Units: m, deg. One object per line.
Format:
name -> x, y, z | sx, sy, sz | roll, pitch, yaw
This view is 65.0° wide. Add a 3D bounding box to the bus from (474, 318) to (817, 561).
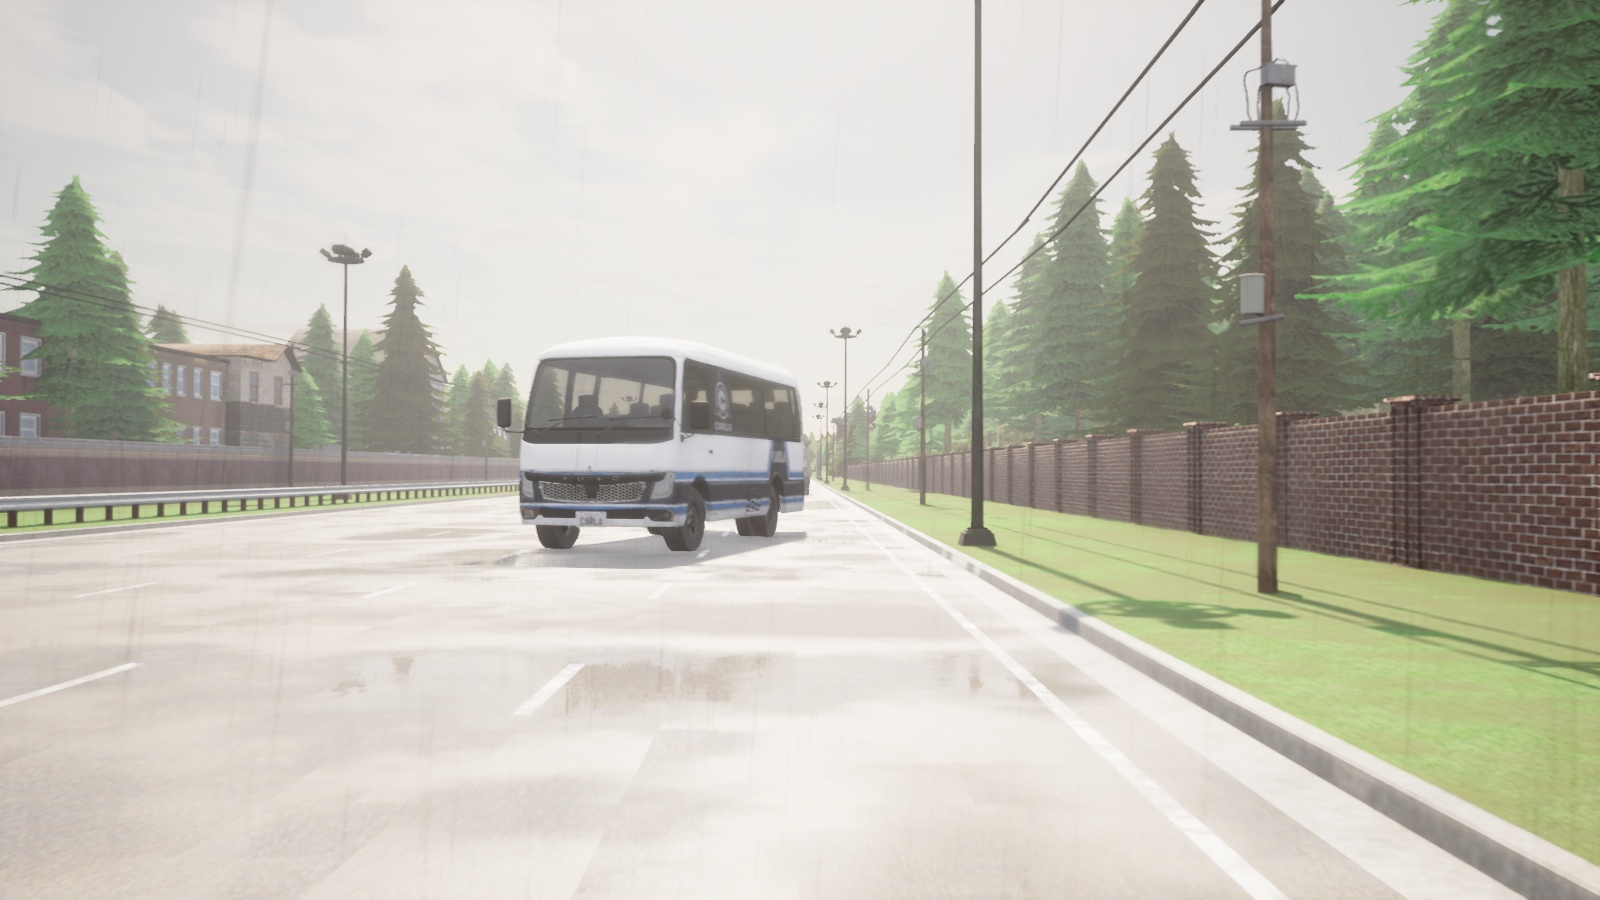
bus -> -2.766, -0.092, 27.425 | 3.944, 4.253, 10.273 | 0, -1, 14
